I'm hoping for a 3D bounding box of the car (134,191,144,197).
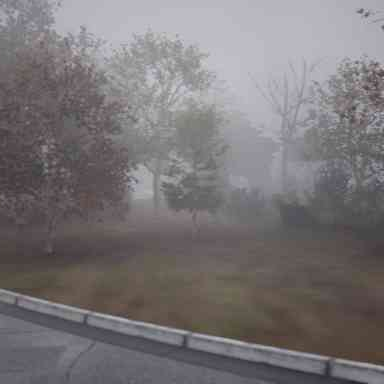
[{"bbox_3d":[-16.248,0.615,88.925,1.946,1.575,5.366,-1,2,44],"label":"car"}]

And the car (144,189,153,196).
[{"bbox_3d":[-12.208,0.094,93.074,2.435,2.045,5.566,-1,2,44],"label":"car"}]
